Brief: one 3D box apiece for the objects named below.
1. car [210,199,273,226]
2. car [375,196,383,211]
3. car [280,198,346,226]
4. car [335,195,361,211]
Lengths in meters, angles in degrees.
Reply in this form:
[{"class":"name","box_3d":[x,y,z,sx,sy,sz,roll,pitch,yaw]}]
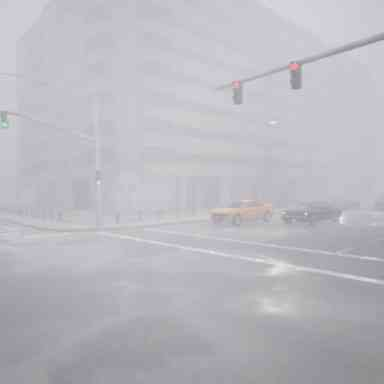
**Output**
[{"class":"car","box_3d":[3.317,1.241,21.750,5.008,1.535,1.882,-1,1,-42]},{"class":"car","box_3d":[18.607,0.928,30.653,5.008,1.535,1.882,-1,1,-41]},{"class":"car","box_3d":[7.538,1.299,20.861,4.718,1.301,1.895,-1,0,-43]},{"class":"car","box_3d":[14.433,1.040,31.645,4.674,1.442,1.812,-1,1,-41]}]
